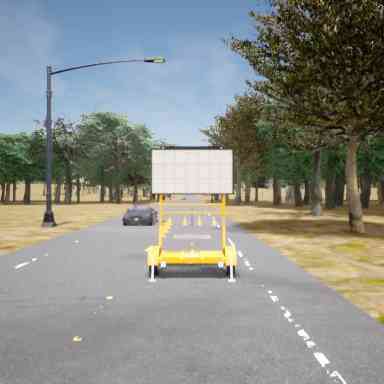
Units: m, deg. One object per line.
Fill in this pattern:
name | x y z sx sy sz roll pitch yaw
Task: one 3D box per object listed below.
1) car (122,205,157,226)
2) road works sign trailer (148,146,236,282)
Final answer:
car | -3.603 1.588 23.461 1.994 1.385 4.181 0 0 0
road works sign trailer | 0.006 0.471 9.769 2.380 3.560 2.880 0 0 0
